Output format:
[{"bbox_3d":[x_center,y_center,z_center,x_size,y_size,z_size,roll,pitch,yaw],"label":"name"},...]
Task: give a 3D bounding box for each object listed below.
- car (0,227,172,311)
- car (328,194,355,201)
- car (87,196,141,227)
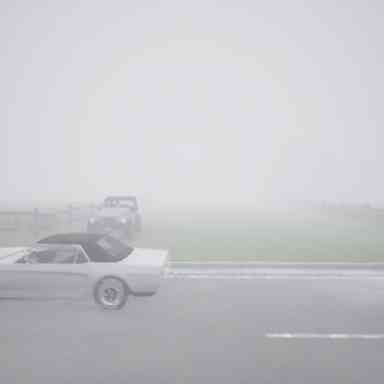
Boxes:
[{"bbox_3d":[-2.847,1.565,7.069,4.718,1.301,1.895,0,0,1],"label":"car"},{"bbox_3d":[27.393,1.138,60.822,4.605,1.855,1.932,0,0,1],"label":"car"},{"bbox_3d":[-3.569,1.144,15.897,1.905,1.878,3.866,0,0,1],"label":"car"}]
